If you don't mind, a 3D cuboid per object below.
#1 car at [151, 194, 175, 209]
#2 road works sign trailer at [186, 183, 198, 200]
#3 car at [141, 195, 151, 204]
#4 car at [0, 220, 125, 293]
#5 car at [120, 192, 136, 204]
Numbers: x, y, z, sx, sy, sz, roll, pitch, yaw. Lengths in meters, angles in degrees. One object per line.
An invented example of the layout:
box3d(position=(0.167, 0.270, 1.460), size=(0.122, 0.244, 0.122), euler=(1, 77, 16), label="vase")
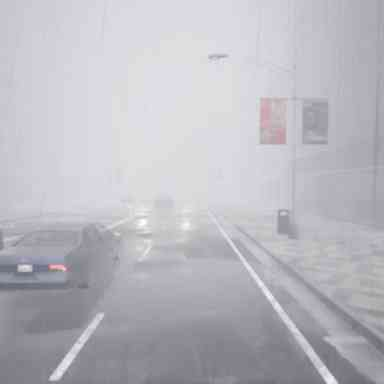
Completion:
box3d(position=(-3.153, 1.045, 38.532), size=(2.097, 1.767, 4.553), euler=(0, 0, 0), label="car")
box3d(position=(0.062, -0.111, 72.563), size=(2.380, 3.560, 2.880), euler=(0, 1, 0), label="road works sign trailer")
box3d(position=(-6.549, 1.133, 51.247), size=(1.812, 1.442, 4.674), euler=(0, 0, 1), label="car")
box3d(position=(-3.154, 1.464, 8.798), size=(2.033, 1.411, 5.357), euler=(0, 1, 0), label="car")
box3d(position=(-9.800, 1.112, 51.180), size=(1.837, 1.490, 4.892), euler=(0, 1, 0), label="car")
